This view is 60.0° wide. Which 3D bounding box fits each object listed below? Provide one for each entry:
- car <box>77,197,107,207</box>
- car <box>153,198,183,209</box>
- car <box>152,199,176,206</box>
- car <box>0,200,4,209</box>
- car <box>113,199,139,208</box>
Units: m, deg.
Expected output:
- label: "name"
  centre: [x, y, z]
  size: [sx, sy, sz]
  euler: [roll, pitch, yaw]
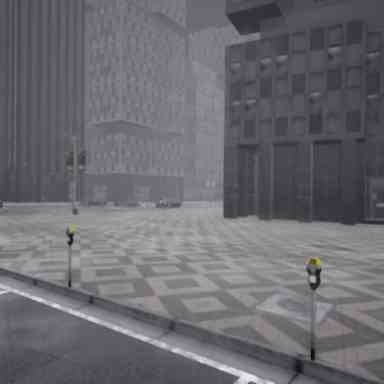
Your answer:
- label: "car"
  centre: [-15.076, 1.524, 50.306]
  size: [2.128, 1.511, 4.902]
  euler: [1, -1, 36]
- label: "car"
  centre: [-3.249, 1.635, 49.752]
  size: [2.097, 1.767, 4.553]
  euler: [1, -1, 36]
- label: "car"
  centre: [-5.307, 2.020, 63.808]
  size: [1.895, 1.301, 4.718]
  euler: [1, -1, 36]
- label: "car"
  centre: [-22.327, 1.258, 34.608]
  size: [1.837, 1.490, 4.892]
  euler: [1, -1, 36]
- label: "car"
  centre: [-10.212, 1.711, 51.514]
  size: [1.994, 1.385, 4.181]
  euler: [1, -1, 36]
